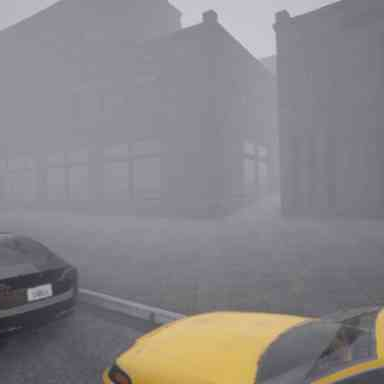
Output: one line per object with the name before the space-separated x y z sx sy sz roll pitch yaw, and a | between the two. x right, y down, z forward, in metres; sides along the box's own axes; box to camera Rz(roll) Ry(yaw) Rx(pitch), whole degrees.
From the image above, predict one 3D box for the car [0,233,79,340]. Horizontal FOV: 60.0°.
car | -4.132 1.512 6.182 4.792 1.488 2.163 0 0 35
